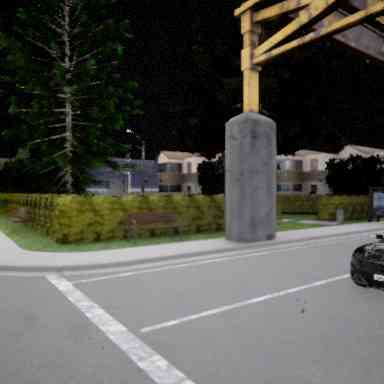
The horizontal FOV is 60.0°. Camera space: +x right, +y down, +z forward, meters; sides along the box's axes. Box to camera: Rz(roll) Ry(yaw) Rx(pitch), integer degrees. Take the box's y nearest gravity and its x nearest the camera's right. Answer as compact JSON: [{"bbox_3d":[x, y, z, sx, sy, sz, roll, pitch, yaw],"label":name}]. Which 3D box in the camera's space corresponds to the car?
[{"bbox_3d":[5.905,1.475,8.178,5.008,1.535,1.882,0,0,-34],"label":"car"}]
